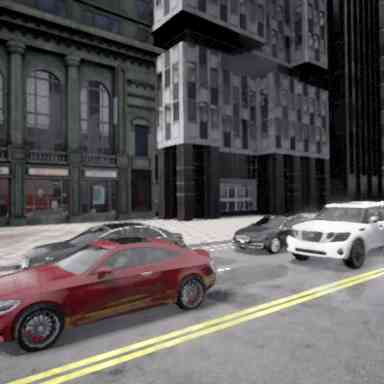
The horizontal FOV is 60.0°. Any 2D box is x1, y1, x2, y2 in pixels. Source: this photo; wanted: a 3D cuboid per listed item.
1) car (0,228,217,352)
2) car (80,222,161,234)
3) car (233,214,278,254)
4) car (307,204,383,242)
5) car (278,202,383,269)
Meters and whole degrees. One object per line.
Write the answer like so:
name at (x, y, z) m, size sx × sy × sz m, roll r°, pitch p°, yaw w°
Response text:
car at (-1.563, 1.667, 6.581) m, size 4.674 × 1.442 × 1.812 m, roll 0°, pitch -1°, yaw -38°
car at (-2.404, 1.719, 10.018) m, size 4.892 × 1.490 × 1.837 m, roll 1°, pitch -2°, yaw -38°
car at (3.926, 1.746, 14.768) m, size 4.892 × 1.490 × 1.837 m, roll 0°, pitch -1°, yaw -38°
car at (8.680, 1.617, 18.539) m, size 4.553 × 1.767 × 2.097 m, roll 0°, pitch -1°, yaw -37°
car at (5.883, 1.391, 12.181) m, size 5.566 × 2.045 × 2.150 m, roll 0°, pitch -1°, yaw -38°
